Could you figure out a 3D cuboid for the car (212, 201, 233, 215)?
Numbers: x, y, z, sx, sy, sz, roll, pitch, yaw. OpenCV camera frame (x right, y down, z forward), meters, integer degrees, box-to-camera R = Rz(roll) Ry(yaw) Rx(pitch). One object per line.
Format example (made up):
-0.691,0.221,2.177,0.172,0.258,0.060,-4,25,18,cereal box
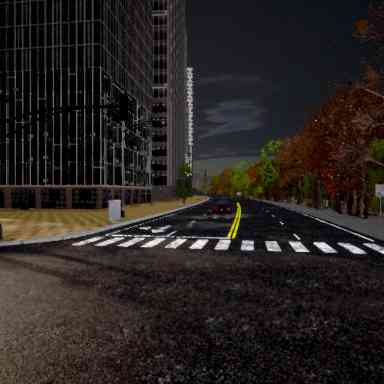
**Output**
3.151,1.575,34.217,1.994,1.385,4.181,0,0,9,car
